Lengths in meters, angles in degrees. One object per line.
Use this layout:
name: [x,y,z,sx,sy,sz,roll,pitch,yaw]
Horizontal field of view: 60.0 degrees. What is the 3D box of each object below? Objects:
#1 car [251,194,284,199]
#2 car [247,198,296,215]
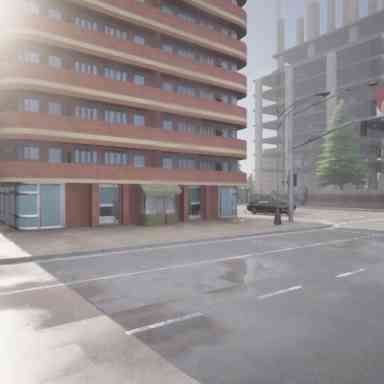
car: [8.845,1.222,37.055,2.150,2.045,5.566,0,0,-36]
car: [7.687,1.601,32.712,1.895,1.301,4.718,0,0,-36]
